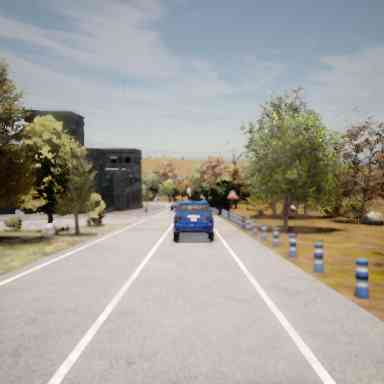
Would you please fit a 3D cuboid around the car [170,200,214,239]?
[{"bbox_3d":[0.086,1.564,19.578,2.150,2.045,5.566,0,-1,0],"label":"car"}]

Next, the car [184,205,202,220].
[{"bbox_3d":[0.073,2.231,36.954,1.837,1.490,4.892,0,-1,0],"label":"car"}]

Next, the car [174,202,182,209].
[{"bbox_3d":[-3.397,3.148,79.890,1.837,1.490,4.892,0,-1,-1],"label":"car"}]

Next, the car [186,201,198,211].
[{"bbox_3d":[0.050,2.609,60.971,2.097,1.767,4.553,0,-1,0],"label":"car"}]

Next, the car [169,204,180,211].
[{"bbox_3d":[-3.307,2.939,64.559,1.895,1.301,4.718,0,-1,0],"label":"car"}]

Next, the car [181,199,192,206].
[{"bbox_3d":[-1.643,2.970,94.014,2.097,1.767,4.553,-1,0,-16],"label":"car"}]
